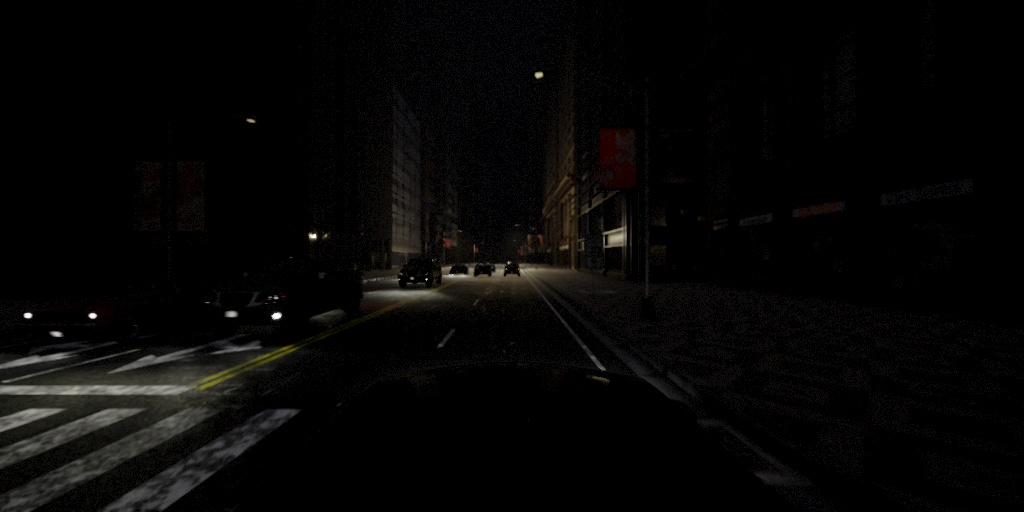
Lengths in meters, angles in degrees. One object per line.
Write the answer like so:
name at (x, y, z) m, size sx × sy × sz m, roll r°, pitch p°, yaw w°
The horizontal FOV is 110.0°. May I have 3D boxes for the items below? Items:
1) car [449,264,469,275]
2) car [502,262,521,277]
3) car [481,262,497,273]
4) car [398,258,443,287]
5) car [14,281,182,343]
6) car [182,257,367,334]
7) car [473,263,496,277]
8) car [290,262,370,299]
car at (-6.518, 1.626, 44.771) m, size 1.994 × 1.385 × 4.181 m, roll 0°, pitch 0°, yaw 0°
car at (-0.009, 1.565, 41.069) m, size 1.812 × 1.442 × 4.674 m, roll 0°, pitch 0°, yaw 0°
car at (-3.259, 1.659, 51.399) m, size 2.033 × 1.411 × 5.357 m, roll 0°, pitch 0°, yaw 0°
car at (-6.596, 1.152, 26.450) m, size 2.150 × 2.045 × 5.566 m, roll 0°, pitch -1°, yaw 0°
car at (-9.863, 1.404, 9.991) m, size 1.895 × 1.301 × 4.718 m, roll 0°, pitch 0°, yaw 1°
car at (-6.596, 1.036, 11.203) m, size 2.150 × 2.045 × 5.566 m, roll 0°, pitch 0°, yaw 0°
car at (-3.259, 1.526, 40.652) m, size 2.128 × 1.511 × 4.902 m, roll 0°, pitch 0°, yaw 0°
car at (-9.850, 1.229, 19.869) m, size 2.097 × 1.767 × 4.553 m, roll 0°, pitch 0°, yaw 0°
